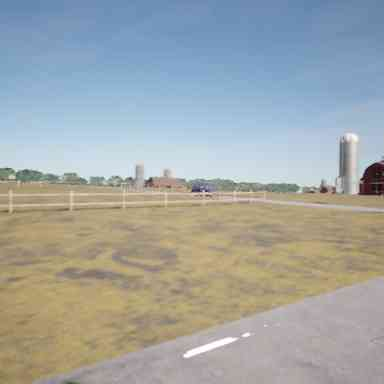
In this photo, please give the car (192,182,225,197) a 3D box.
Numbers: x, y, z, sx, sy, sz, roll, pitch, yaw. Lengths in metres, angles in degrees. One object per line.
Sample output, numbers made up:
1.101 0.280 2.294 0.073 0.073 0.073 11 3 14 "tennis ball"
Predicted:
2.324 -0.383 47.721 2.150 2.045 5.566 1 2 -36 "car"
